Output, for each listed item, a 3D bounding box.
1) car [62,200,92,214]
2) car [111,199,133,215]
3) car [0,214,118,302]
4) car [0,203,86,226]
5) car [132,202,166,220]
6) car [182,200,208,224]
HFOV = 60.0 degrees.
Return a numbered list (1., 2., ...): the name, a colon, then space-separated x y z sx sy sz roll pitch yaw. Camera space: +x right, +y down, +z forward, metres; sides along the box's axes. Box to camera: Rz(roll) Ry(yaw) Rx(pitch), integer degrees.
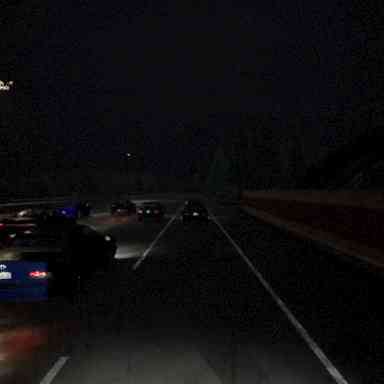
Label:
1. car: -10.256 1.465 28.983 1.882 1.535 5.008 0 0 0
2. car: -6.736 1.477 33.089 2.128 1.511 4.902 0 0 0
3. car: -3.360 1.544 8.476 2.033 1.411 5.357 0 0 0
4. car: -6.826 1.485 15.130 2.128 1.511 4.902 0 0 0
5. car: -3.264 1.535 27.531 2.033 1.411 5.357 0 0 0
6. car: 0.223 1.537 24.911 2.033 1.411 5.357 0 0 0
